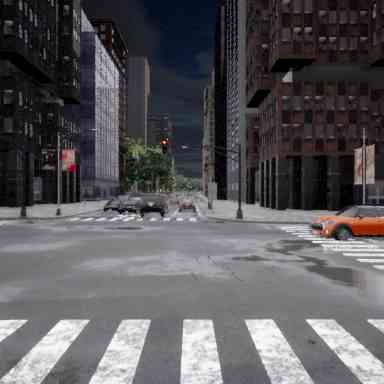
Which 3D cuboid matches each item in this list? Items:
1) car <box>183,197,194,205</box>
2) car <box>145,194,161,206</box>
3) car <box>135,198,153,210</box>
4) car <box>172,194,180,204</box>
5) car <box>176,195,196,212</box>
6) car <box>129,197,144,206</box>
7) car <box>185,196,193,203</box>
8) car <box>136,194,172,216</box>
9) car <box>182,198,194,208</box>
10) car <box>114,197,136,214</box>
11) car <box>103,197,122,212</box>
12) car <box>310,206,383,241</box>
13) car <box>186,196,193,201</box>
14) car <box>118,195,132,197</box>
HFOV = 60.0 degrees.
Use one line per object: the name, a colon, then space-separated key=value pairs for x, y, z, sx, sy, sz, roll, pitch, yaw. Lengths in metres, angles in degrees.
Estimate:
car: x=-0.642 y=1.624 z=60.701 sx=1.887 sy=1.381 sz=4.507 roll=0 pitch=0 yaw=0
car: x=-6.466 y=1.288 z=55.964 sx=2.150 sy=2.045 sz=5.566 roll=0 pitch=0 yaw=0
car: x=-6.428 y=1.564 z=45.321 sx=1.812 sy=1.442 sz=4.674 roll=0 pitch=0 yaw=0
car: x=-3.312 y=1.648 z=62.811 sx=1.994 sy=1.385 sz=4.181 roll=0 pitch=0 yaw=0
car: x=-0.540 y=1.462 z=39.002 sx=1.967 sy=1.590 sz=4.097 roll=0 pitch=0 yaw=0
car: x=-9.141 y=1.589 z=55.072 sx=1.752 sy=1.417 sz=4.829 roll=0 pitch=0 yaw=0
car: x=-0.694 y=1.638 z=71.721 sx=1.752 sy=1.417 sz=4.829 roll=0 pitch=0 yaw=0
car: x=-3.543 y=1.228 z=32.063 sx=2.150 sy=2.045 sz=5.566 roll=0 pitch=0 yaw=1
car: x=-0.591 y=1.632 z=49.851 sx=1.802 sy=1.307 sz=4.206 roll=0 pitch=0 yaw=0
car: x=-6.381 y=1.559 z=35.095 sx=2.033 sy=1.411 sz=5.357 roll=0 pitch=0 yaw=0
car: x=-9.065 y=1.588 z=38.964 sx=1.947 sy=1.339 sz=4.313 roll=0 pitch=0 yaw=0
car: x=8.514 y=1.504 z=17.145 sx=4.553 sy=1.767 sz=2.097 roll=1 pitch=0 yaw=-7
car: x=-0.797 y=1.728 z=93.251 sx=1.887 sy=1.381 sz=4.507 roll=0 pitch=0 yaw=0
car: x=-9.091 y=1.351 z=44.391 sx=2.192 sy=1.841 sz=5.009 roll=0 pitch=0 yaw=0
